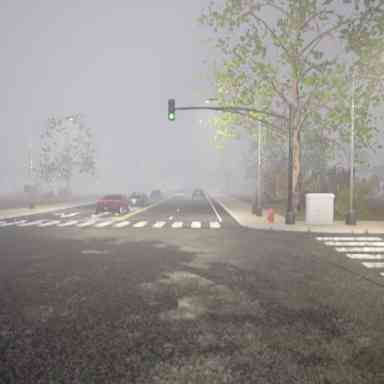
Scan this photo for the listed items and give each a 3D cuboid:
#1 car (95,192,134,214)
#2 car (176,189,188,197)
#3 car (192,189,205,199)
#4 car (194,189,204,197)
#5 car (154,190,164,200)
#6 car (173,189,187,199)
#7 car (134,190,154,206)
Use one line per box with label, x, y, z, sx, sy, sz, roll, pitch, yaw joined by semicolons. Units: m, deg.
car;-6.247;0.887;26.721;1.882;1.535;5.008;0;1;1
car;-1.879;0.199;65.659;2.033;1.411;5.357;0;1;2
car;1.104;0.214;55.509;2.097;1.767;4.553;0;1;2
car;1.370;0.138;65.572;1.882;1.535;5.008;0;1;2
car;-5.547;0.419;52.304;1.837;1.490;4.892;0;1;2
car;-2.143;0.453;55.693;1.895;1.301;4.718;0;1;2
car;-5.973;0.703;36.988;2.128;1.511;4.902;0;1;2
